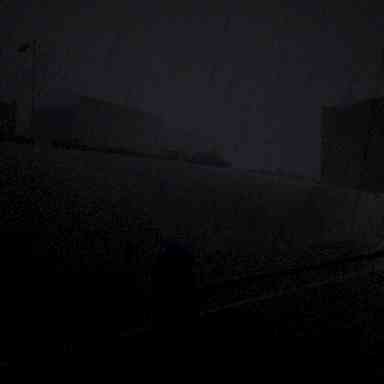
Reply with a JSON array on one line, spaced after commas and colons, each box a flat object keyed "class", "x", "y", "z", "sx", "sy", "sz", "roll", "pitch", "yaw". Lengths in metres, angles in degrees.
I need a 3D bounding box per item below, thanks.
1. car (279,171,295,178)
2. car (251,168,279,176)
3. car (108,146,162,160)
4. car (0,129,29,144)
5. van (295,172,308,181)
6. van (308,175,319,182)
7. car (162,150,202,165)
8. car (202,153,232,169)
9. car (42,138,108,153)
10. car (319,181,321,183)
[{"class": "car", "x": 13.400, "y": -2.295, "z": 50.678, "sx": 2.002, "sy": 1.452, "sz": 4.674, "roll": 1, "pitch": -2, "yaw": 41}, {"class": "car", "x": 9.780, "y": -2.548, "z": 46.489, "sx": 2.002, "sy": 1.452, "sz": 4.674, "roll": 1, "pitch": -2, "yaw": 42}, {"class": "car", "x": -5.618, "y": -3.389, "z": 30.402, "sx": 4.892, "sy": 1.521, "sz": 2.231, "roll": 2, "pitch": -1, "yaw": -43}, {"class": "car", "x": -13.673, "y": -3.656, "z": 23.003, "sx": 4.792, "sy": 1.488, "sz": 2.163, "roll": 2, "pitch": -1, "yaw": -41}, {"class": "van", "x": 17.051, "y": -2.279, "z": 55.026, "sx": 1.878, "sy": 1.987, "sz": 4.442, "roll": 1, "pitch": -2, "yaw": 40}, {"class": "van", "x": 20.496, "y": -1.983, "z": 59.353, "sx": 1.878, "sy": 1.987, "sz": 4.442, "roll": 1, "pitch": -3, "yaw": 39}, {"class": "car", "x": -1.596, "y": -3.345, "z": 34.351, "sx": 4.553, "sy": 1.767, "sz": 2.185, "roll": 2, "pitch": -1, "yaw": -45}, {"class": "car", "x": 2.336, "y": -3.280, "z": 38.355, "sx": 2.435, "sy": 2.045, "sz": 5.566, "roll": 1, "pitch": -1, "yaw": 44}, {"class": "car", "x": -9.570, "y": -3.497, "z": 26.692, "sx": 4.674, "sy": 1.452, "sz": 2.002, "roll": 2, "pitch": -1, "yaw": -42}, {"class": "car", "x": 23.804, "y": -1.424, "z": 63.670, "sx": 2.163, "sy": 1.488, "sz": 4.792, "roll": 1, "pitch": -3, "yaw": 38}]
